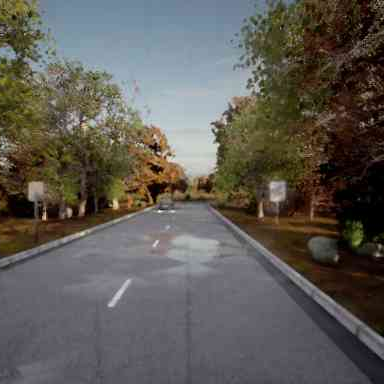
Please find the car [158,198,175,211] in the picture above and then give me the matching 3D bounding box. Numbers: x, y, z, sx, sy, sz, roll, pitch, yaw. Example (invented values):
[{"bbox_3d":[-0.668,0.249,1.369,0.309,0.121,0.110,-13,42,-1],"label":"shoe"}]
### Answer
[{"bbox_3d":[-3.281,1.618,43.215,1.837,1.490,4.892,0,-1,0],"label":"car"}]
